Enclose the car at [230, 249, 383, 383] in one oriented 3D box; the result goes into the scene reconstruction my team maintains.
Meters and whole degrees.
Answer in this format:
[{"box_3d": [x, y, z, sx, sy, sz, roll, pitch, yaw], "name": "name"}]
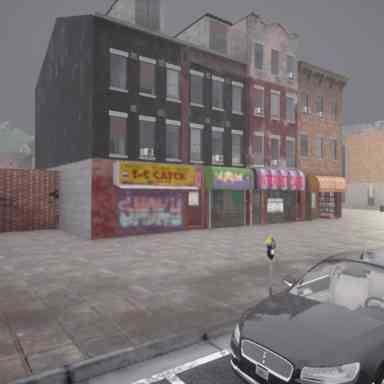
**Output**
[{"box_3d": [2.474, 1.553, 4.562, 4.403, 1.369, 2.008, 0, 0, -35], "name": "car"}]
